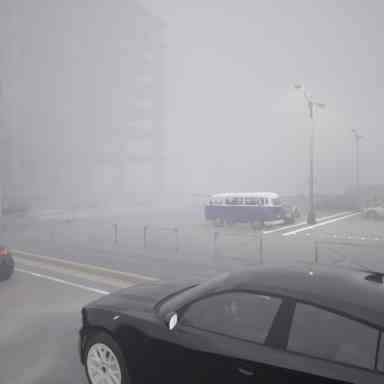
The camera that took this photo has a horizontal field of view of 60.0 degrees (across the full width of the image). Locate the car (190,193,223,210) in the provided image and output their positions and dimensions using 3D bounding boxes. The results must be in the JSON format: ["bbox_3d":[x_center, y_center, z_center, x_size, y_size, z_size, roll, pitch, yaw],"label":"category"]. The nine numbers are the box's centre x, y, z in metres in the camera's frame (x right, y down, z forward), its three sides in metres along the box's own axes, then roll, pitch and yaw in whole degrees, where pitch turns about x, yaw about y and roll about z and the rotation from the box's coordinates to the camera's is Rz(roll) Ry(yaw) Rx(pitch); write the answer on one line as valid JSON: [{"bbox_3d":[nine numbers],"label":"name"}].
[{"bbox_3d":[1.922,1.166,50.134,2.150,2.045,5.566,0,0,35],"label":"car"}]

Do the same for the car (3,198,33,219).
[{"bbox_3d":[-15.345,1.435,25.823,2.128,1.511,4.902,0,0,35],"label":"car"}]

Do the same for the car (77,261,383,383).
[{"bbox_3d":[0.900,1.478,3.353,5.008,1.535,1.882,0,0,36],"label":"car"}]

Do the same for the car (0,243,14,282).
[{"bbox_3d":[-6.422,1.564,8.561,4.181,1.385,1.994,0,0,36],"label":"car"}]

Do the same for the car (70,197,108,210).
[{"bbox_3d":[-12.882,1.422,41.730,1.882,1.535,5.008,0,0,35],"label":"car"}]

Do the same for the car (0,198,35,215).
[{"bbox_3d":[-18.723,1.422,33.525,1.882,1.535,5.008,0,0,35],"label":"car"}]

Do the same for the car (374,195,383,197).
[{"bbox_3d":[17.981,1.153,29.262,4.605,1.855,1.932,0,0,36],"label":"car"}]

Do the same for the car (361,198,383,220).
[{"bbox_3d":[14.757,1.395,24.709,3.806,1.475,1.970,0,0,36],"label":"car"}]

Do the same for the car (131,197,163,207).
[{"bbox_3d":[-6.719,1.492,50.388,2.033,1.411,5.357,0,0,36],"label":"car"}]
